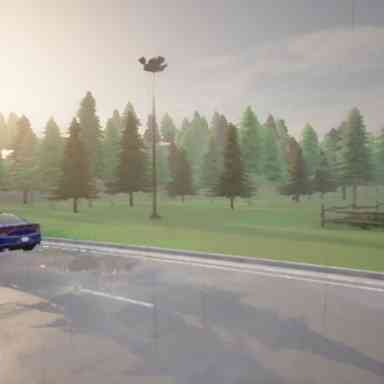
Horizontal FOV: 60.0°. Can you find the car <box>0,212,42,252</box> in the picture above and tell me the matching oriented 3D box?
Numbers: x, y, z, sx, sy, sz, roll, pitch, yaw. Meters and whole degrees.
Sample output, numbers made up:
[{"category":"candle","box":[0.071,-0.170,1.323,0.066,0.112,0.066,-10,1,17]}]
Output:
[{"category":"car","box":[-7.916,1.483,12.570,5.008,1.535,1.882,0,0,28]}]
